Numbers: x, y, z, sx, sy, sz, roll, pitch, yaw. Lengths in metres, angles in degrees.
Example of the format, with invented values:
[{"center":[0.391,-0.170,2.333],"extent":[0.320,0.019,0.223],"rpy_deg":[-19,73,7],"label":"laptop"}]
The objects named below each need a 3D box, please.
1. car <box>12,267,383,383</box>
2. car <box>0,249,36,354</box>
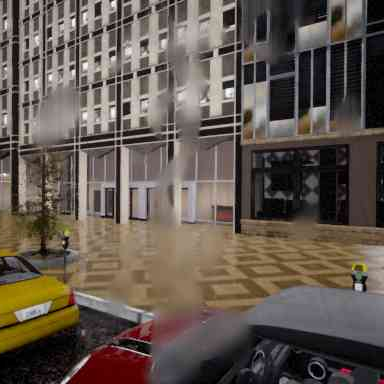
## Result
[{"center":[0.822,1.440,2.278],"extent":[4.097,1.590,1.967],"rpy_deg":[0,1,36],"label":"car"},{"center":[-3.943,1.524,5.678],"extent":[4.829,1.417,1.752],"rpy_deg":[0,1,36],"label":"car"}]
